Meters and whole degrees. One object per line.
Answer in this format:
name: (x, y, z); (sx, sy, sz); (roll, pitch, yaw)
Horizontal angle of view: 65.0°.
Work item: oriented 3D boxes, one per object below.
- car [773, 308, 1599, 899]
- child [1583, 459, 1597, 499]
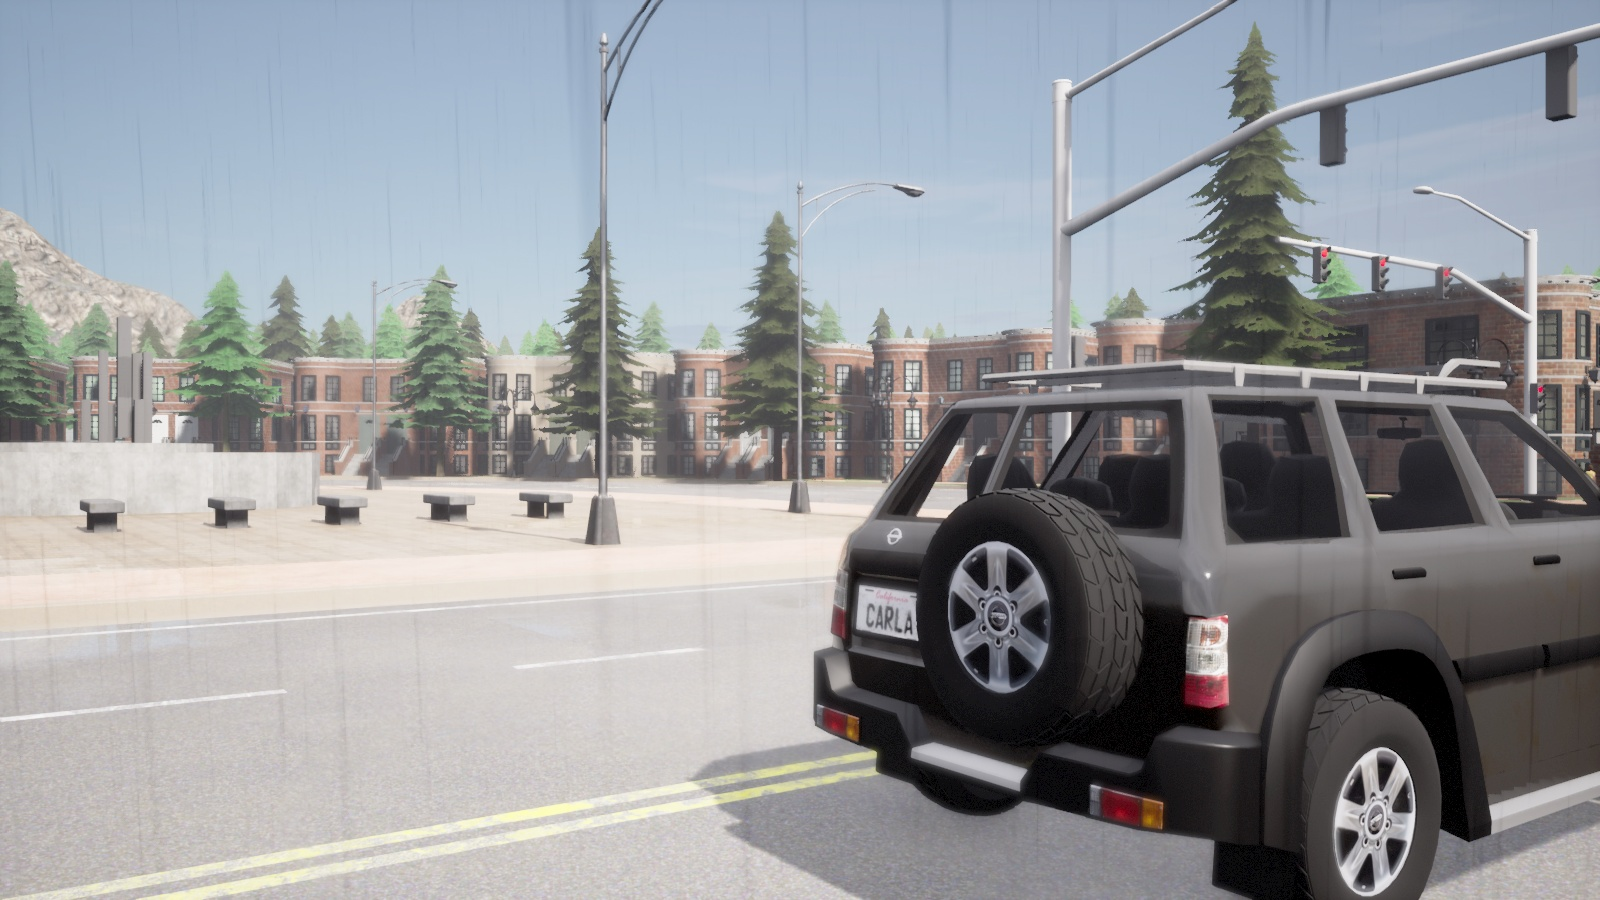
car: (2.340, 0.569, 5.300); (4.605, 1.855, 1.932); (0, 0, -35)
child: (22.387, 0.817, 35.579); (0.394, 1.110, 0.255); (0, 0, -44)
